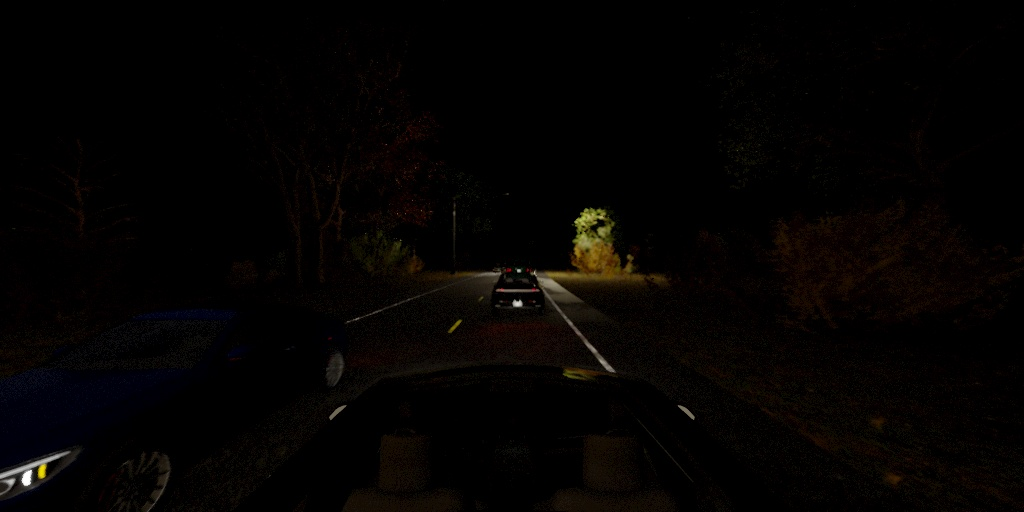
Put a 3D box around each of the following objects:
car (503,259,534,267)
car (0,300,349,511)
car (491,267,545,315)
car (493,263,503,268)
[{"bbox_3d":[0.648,1.275,30.403,2.150,2.045,5.566,0,0,2],"label":"car"},{"bbox_3d":[-3.577,1.301,4.128,1.812,1.442,4.674,0,-1,0],"label":"car"},{"bbox_3d":[0.227,1.375,14.135,2.128,1.511,4.902,0,-1,1],"label":"car"},{"bbox_3d":[-1.751,1.798,54.766,1.837,1.490,4.892,0,-1,4],"label":"car"}]
